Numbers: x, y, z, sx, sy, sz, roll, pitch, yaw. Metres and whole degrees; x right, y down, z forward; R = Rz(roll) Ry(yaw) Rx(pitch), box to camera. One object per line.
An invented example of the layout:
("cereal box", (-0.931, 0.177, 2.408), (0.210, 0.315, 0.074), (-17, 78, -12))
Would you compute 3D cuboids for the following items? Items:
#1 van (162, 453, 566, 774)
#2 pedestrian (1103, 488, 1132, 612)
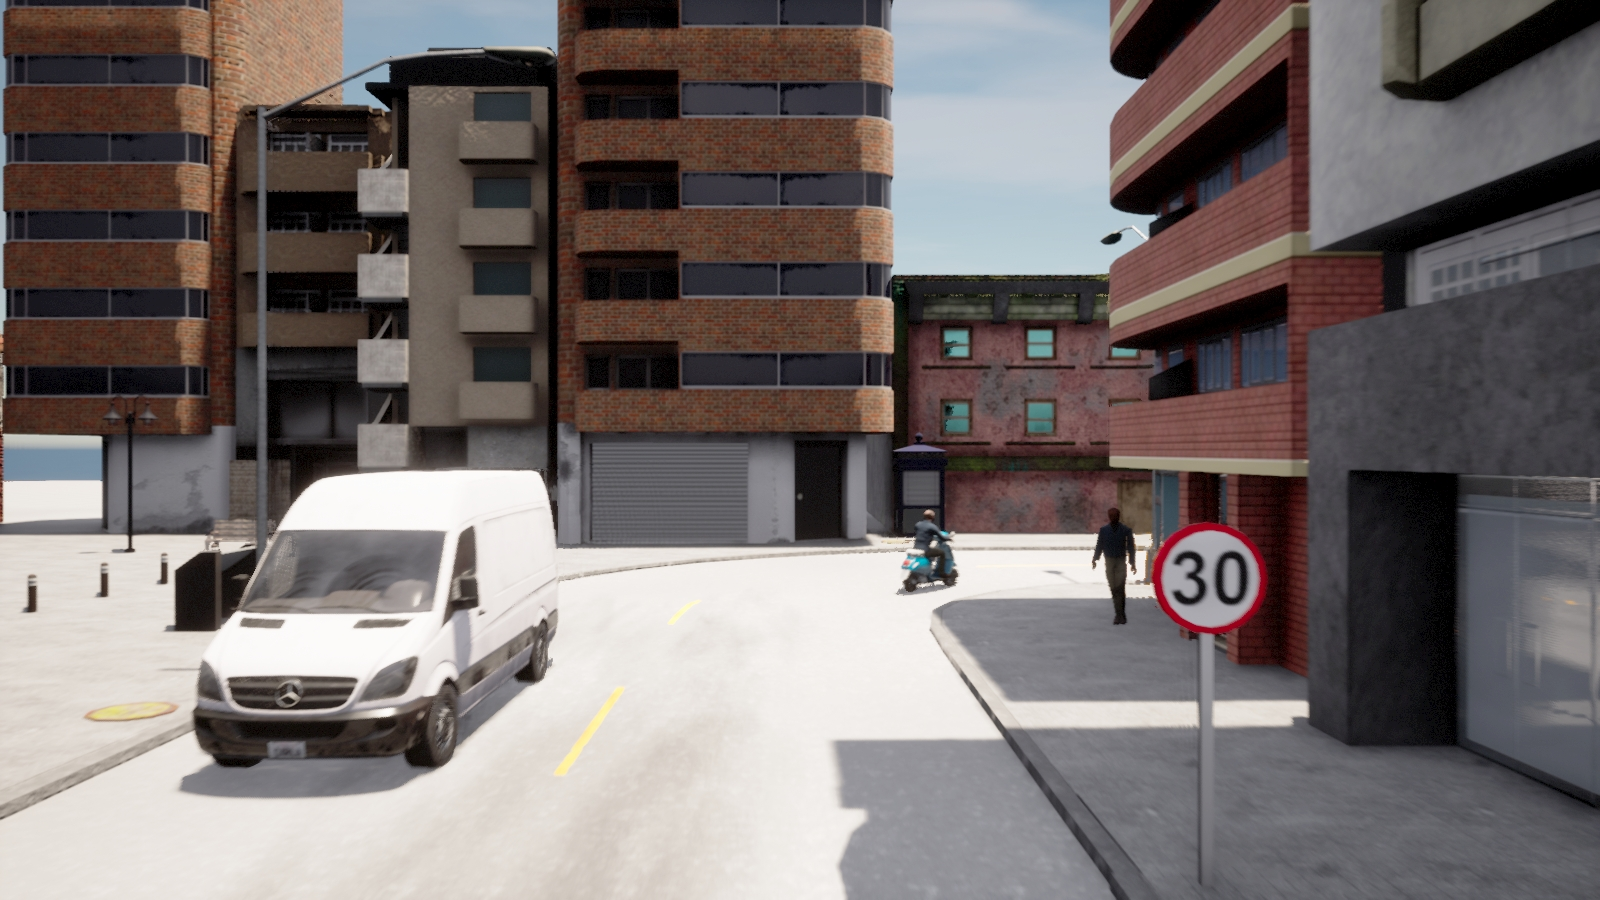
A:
("van", (-4.100, 1.314, 12.106), (1.988, 2.561, 5.915), (0, 0, 0))
("pedestrian", (4.869, 1.524, 17.520), (0.375, 1.860, 0.375), (0, 0, 23))
